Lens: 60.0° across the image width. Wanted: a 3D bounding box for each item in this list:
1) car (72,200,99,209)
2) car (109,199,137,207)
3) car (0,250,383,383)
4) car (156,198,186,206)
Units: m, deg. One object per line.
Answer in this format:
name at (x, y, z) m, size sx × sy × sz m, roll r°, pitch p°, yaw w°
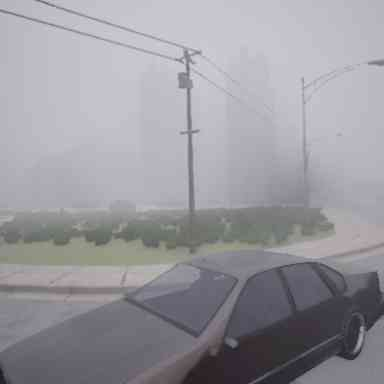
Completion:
car at (-17.664, 2.099, 54.913) m, size 4.674 × 1.442 × 1.812 m, roll -2°, pitch 0°, yaw 17°
car at (-9.141, 1.807, 44.238) m, size 2.242 × 1.667 × 4.611 m, roll -2°, pitch 0°, yaw 17°
car at (0.559, 1.548, 4.270) m, size 5.357 × 1.411 × 2.033 m, roll -1°, pitch 0°, yaw -38°
car at (-3.187, 1.673, 50.607) m, size 4.674 × 1.442 × 1.812 m, roll -2°, pitch 0°, yaw 16°
